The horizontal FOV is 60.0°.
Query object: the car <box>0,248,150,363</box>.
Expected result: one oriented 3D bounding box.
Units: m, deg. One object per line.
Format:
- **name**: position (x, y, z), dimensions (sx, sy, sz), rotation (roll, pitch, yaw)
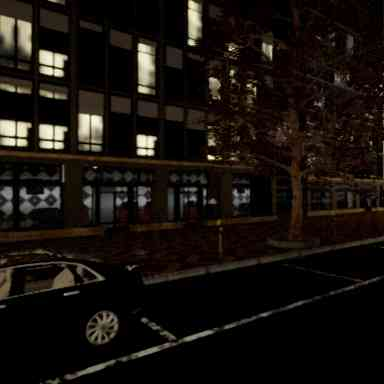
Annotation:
- **car**: position (-2.735, 1.549, 4.605), dimensions (4.403, 1.369, 2.008), rotation (0, 0, -35)
